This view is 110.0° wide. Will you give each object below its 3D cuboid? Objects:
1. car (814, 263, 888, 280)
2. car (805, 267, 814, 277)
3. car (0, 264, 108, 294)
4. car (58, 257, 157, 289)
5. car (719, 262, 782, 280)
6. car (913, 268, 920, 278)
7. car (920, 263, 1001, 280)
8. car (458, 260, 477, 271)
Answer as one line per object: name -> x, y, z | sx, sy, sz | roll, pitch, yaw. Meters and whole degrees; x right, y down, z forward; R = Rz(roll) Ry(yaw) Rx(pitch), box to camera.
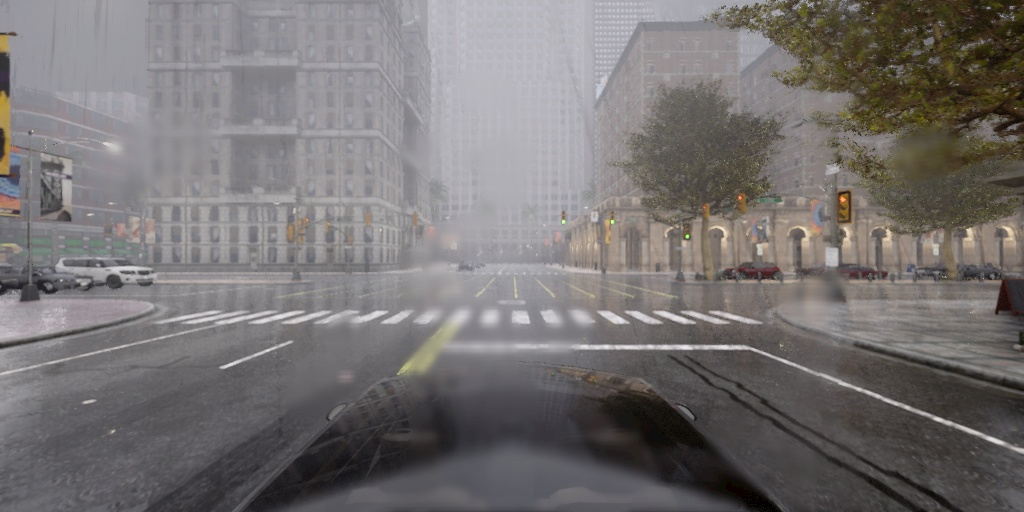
car -> 30.378, 1.539, 32.065 | 4.718, 1.301, 1.895 | 0, 0, 0
car -> 32.475, 1.465, 35.555 | 4.892, 1.490, 1.837 | 0, 0, 0
car -> -27.063, 1.360, 20.665 | 4.902, 1.511, 2.128 | 0, 0, 0
car -> -27.383, 1.112, 24.183 | 5.566, 2.045, 2.150 | 0, 0, 2
car -> 21.390, 1.291, 32.112 | 4.553, 1.767, 2.097 | 0, 0, 0
car -> 42.793, 1.451, 35.490 | 4.902, 1.511, 2.128 | 0, 0, 1
car -> 40.365, 1.429, 32.008 | 4.902, 1.511, 2.128 | 0, 0, 1
car -> -7.118, 1.440, 56.101 | 2.097, 1.767, 4.553 | 0, 0, 0
